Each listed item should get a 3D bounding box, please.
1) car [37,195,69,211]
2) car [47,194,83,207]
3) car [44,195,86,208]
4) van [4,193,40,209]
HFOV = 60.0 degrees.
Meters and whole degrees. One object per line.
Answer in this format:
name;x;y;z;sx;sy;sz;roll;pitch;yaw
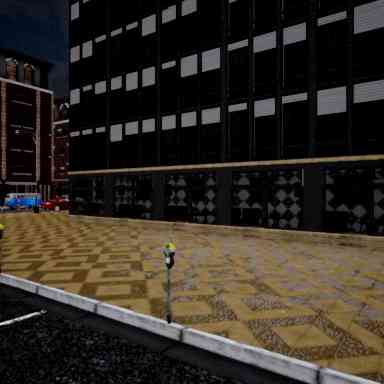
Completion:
car;-13.582;1.269;35.145;1.887;1.381;4.507;1;1;35
car;-16.824;1.079;44.269;1.967;1.590;4.097;1;1;35
car;-15.725;1.189;41.552;1.812;1.442;4.674;0;1;35
van;-20.059;1.050;39.628;1.690;1.788;3.998;1;1;35
